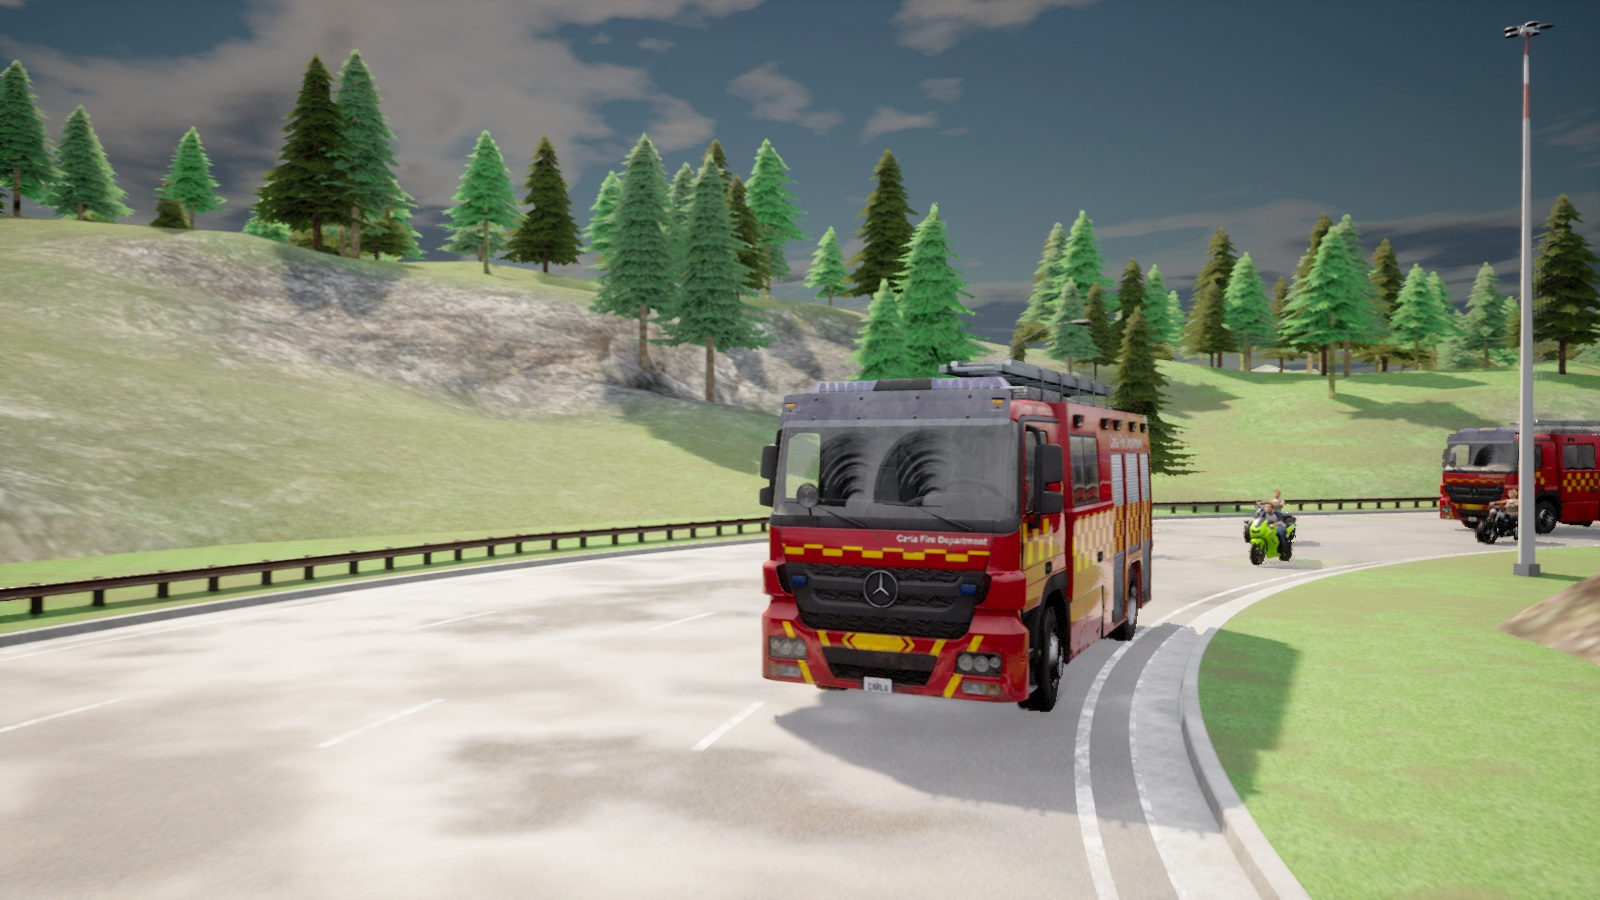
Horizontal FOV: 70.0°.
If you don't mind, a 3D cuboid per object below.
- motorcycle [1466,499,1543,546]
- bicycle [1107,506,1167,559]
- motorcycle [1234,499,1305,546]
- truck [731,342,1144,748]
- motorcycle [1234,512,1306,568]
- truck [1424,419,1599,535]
[{"bbox_3d":[21.149,2.165,34.291,2.356,1.307,0.764,0,0,-24],"label":"motorcycle"},{"bbox_3d":[8.934,2.163,30.311,1.487,1.277,0.859,0,0,-41],"label":"bicycle"},{"bbox_3d":[14.138,2.162,34.368,2.356,1.307,0.764,0,0,-33],"label":"motorcycle"},{"bbox_3d":[2.407,0.892,15.216,2.891,3.827,8.468,0,0,26],"label":"truck"},{"bbox_3d":[11.568,2.191,28.092,2.033,1.199,0.803,0,0,-40],"label":"motorcycle"},{"bbox_3d":[26.518,0.903,40.578,8.468,3.827,2.891,0,0,-21],"label":"truck"}]
